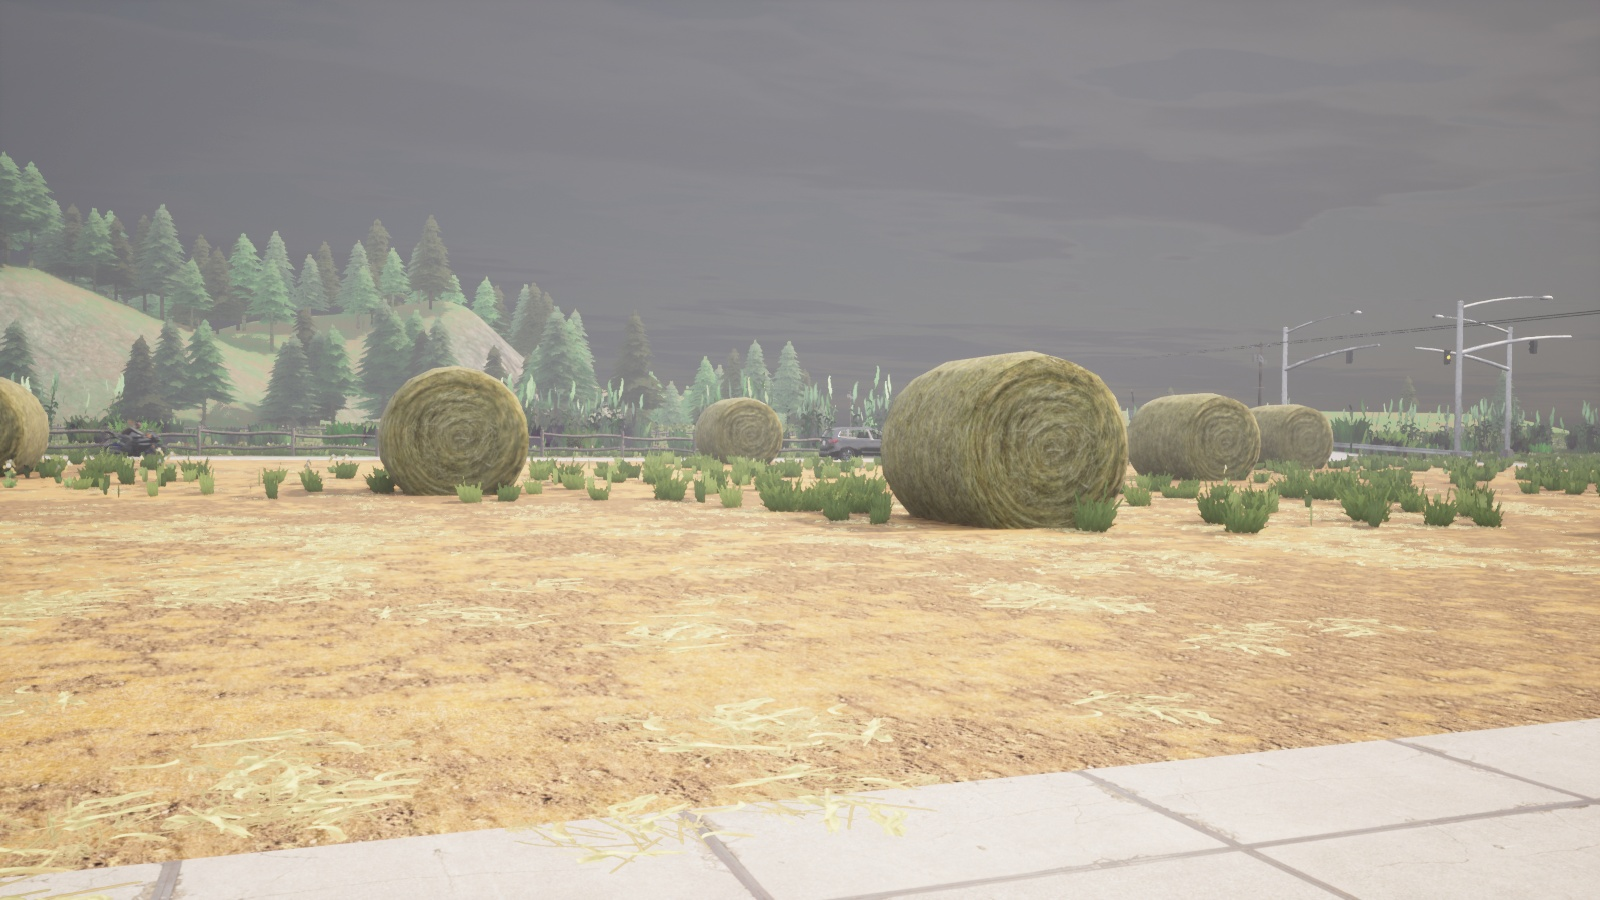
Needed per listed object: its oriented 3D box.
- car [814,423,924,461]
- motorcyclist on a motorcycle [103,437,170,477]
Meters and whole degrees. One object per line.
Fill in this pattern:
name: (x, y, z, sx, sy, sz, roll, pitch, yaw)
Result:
car: (3.201, -0.400, 58.616, 4.611, 1.667, 2.242, -1, 1, -17)
motorcyclist on a motorcycle: (-26.249, 0.252, 49.701, 2.191, 1.530, 0.866, -1, 1, -17)
